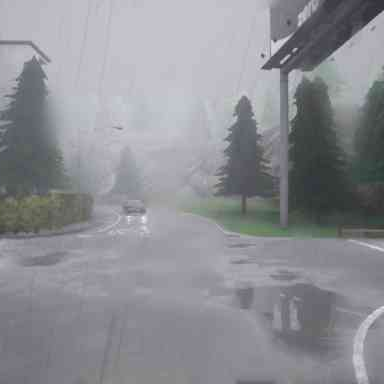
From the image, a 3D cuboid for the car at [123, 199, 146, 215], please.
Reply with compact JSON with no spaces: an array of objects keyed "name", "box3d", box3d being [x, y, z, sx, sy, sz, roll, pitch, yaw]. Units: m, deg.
[{"name":"car","box3d":[-5.842,1.522,33.572,1.837,1.490,4.892,1,0,-18]}]
